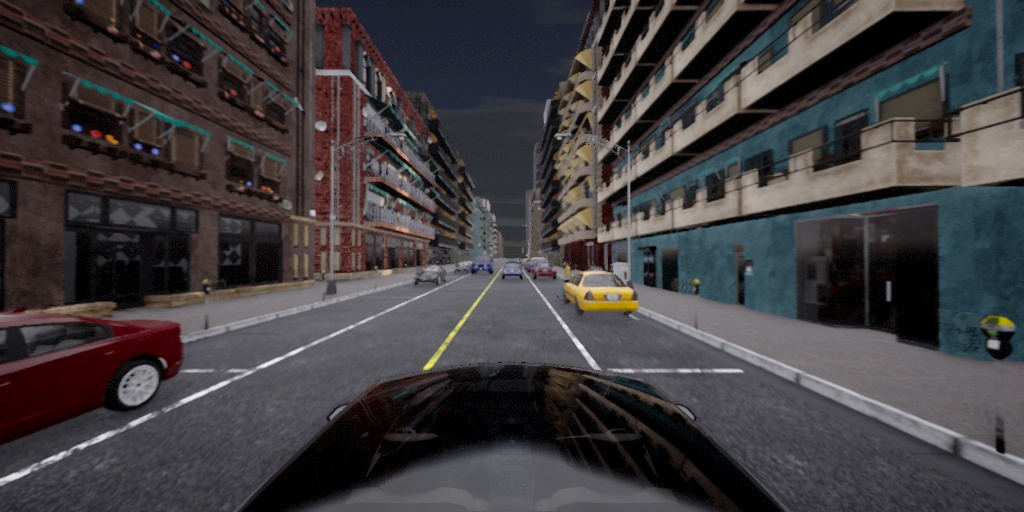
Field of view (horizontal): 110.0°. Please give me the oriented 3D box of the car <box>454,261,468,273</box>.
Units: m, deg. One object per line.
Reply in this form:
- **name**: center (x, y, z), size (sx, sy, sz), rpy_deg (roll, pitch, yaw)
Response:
- **car**: center (-5.709, 1.262, 42.044), size (2.007, 1.370, 4.403), rpy_deg (0, 0, 0)

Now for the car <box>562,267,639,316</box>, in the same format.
- **car**: center (2.995, 1.194, 13.237), size (1.801, 1.575, 5.366), rpy_deg (0, 0, 0)

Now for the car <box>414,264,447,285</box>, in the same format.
- **car**: center (-5.701, 1.276, 25.473), size (2.007, 1.370, 4.403), rpy_deg (0, 0, 0)

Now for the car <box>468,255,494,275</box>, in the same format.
- **car**: center (-3.111, 0.936, 38.624), size (2.150, 2.045, 5.566), rpy_deg (0, 0, 0)

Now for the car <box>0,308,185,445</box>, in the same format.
- **car**: center (-5.690, 1.293, 3.380), size (1.888, 1.381, 4.507), rpy_deg (0, 0, 0)

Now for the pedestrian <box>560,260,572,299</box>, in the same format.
- **pedestrian**: center (2.505, 1.029, 16.238), size (0.375, 1.860, 0.375), rpy_deg (1, 0, 0)

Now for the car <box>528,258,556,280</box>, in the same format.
- **car**: center (2.678, 1.161, 30.987), size (1.967, 1.591, 4.097), rpy_deg (0, 0, 0)

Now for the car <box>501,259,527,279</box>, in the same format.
- **car**: center (0.030, 1.268, 31.805), size (2.033, 1.411, 5.357), rpy_deg (0, 0, 0)
